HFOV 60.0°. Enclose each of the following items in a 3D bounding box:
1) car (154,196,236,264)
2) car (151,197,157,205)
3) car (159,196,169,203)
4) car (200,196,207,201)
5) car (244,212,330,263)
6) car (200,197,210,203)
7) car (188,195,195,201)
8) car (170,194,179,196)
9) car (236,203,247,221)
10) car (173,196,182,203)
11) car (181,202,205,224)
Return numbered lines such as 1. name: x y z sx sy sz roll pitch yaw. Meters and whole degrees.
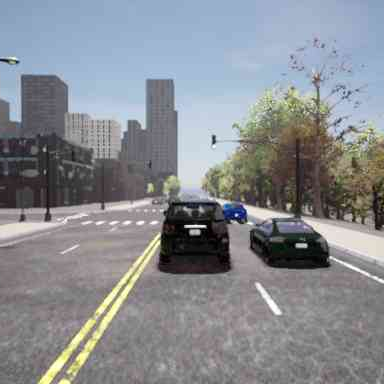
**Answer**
1. car: 0.084 1.267 12.136 2.150 2.045 5.566 0 -1 0
2. car: -6.617 1.732 63.496 2.128 1.511 4.902 0 0 1
3. car: -6.610 1.820 78.967 2.128 1.511 4.902 0 0 0
4. car: 3.122 1.764 90.641 1.895 1.301 4.718 0 0 0
5. car: 3.335 1.611 12.132 1.994 1.385 4.181 0 0 0
6. car: 3.136 1.831 80.193 2.033 1.411 5.357 0 0 0
7. car: -0.128 1.669 90.607 1.837 1.490 4.892 0 0 0
8. car: -3.364 1.460 63.389 2.150 2.045 5.566 0 0 1
9. car: 3.315 1.584 27.276 1.882 1.535 5.008 0 0 0
10. car: -3.360 1.773 79.062 1.882 1.535 5.008 0 0 0
11. car: 0.065 1.630 26.915 1.812 1.442 4.674 0 0 0
